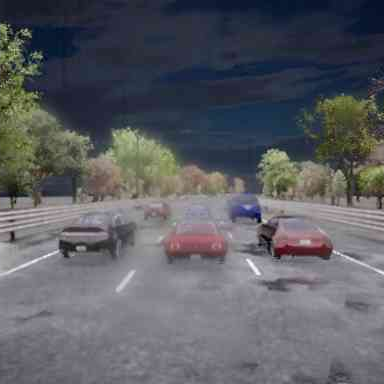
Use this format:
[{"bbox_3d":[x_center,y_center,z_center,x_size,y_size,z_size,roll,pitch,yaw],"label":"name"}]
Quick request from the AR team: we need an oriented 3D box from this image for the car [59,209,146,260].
[{"bbox_3d":[-3.302,1.507,12.552,2.128,1.511,4.902,0,0,2],"label":"car"}]

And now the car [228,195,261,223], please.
[{"bbox_3d":[4.076,1.259,26.163,2.150,2.045,5.566,0,0,3],"label":"car"}]

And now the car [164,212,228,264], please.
[{"bbox_3d":[0.180,1.615,11.904,1.895,1.301,4.718,0,0,2],"label":"car"}]

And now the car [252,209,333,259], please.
[{"bbox_3d":[3.709,1.580,12.693,1.994,1.385,4.181,0,0,2],"label":"car"}]

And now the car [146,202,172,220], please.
[{"bbox_3d":[-2.832,1.566,28.151,1.812,1.442,4.674,0,0,3],"label":"car"}]

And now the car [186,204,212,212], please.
[{"bbox_3d":[0.528,1.581,25.256,2.033,1.411,5.357,0,0,3],"label":"car"}]
